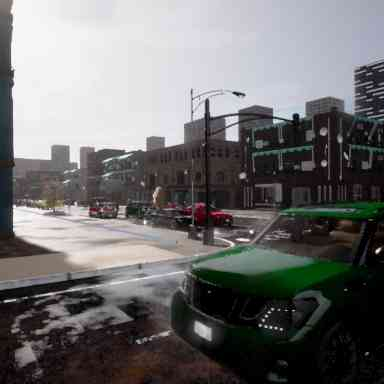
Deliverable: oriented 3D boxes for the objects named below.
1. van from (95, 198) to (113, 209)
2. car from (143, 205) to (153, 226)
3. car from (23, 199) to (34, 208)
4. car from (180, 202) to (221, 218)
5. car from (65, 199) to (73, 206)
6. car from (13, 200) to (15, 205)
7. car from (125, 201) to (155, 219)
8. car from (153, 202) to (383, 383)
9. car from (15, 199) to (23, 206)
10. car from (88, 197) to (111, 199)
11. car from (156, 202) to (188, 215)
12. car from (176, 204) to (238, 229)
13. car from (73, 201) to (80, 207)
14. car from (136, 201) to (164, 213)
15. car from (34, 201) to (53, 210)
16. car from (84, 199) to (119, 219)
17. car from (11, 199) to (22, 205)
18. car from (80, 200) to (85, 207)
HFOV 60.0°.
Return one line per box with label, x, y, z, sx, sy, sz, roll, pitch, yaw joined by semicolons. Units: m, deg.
van;-15.207;1.907;57.420;1.690;1.788;3.998;-1;0;-35
car;-1.315;1.815;23.116;1.947;1.339;4.313;-1;0;-35
car;-31.640;2.376;66.123;2.008;1.369;4.403;-1;0;-35
car;0.797;1.810;34.839;2.008;1.369;4.403;-2;0;-35
car;-28.003;2.364;75.486;1.947;1.339;4.313;-1;0;-35
car;-41.240;2.548;79.672;2.008;1.369;4.403;-1;0;-35
car;-4.897;1.689;32.875;2.097;1.767;4.553;-1;0;-35
car;2.377;1.221;5.372;5.566;2.045;2.150;0;0;-35
car;-38.042;2.380;75.155;1.967;1.590;4.097;-1;0;-35
car;-11.044;1.678;41.567;2.150;2.045;5.566;-1;0;-35
car;-2.402;1.904;39.355;1.802;1.307;4.206;-2;0;-35
car;0.964;1.698;24.602;1.882;1.535;5.008;-1;0;-35
car;-21.603;2.228;66.453;1.887;1.381;4.507;-1;0;-35
car;-5.601;1.966;43.871;1.802;1.307;4.206;-1;0;-35
car;-25.141;2.233;56.951;1.752;1.417;4.829;-1;0;-35
car;-9.242;1.847;34.508;1.967;1.590;4.097;-1;0;-35
car;-44.439;2.598;84.188;1.887;1.381;4.507;-1;0;-35
car;-18.408;1.940;61.936;2.192;1.841;5.009;-1;0;-35
